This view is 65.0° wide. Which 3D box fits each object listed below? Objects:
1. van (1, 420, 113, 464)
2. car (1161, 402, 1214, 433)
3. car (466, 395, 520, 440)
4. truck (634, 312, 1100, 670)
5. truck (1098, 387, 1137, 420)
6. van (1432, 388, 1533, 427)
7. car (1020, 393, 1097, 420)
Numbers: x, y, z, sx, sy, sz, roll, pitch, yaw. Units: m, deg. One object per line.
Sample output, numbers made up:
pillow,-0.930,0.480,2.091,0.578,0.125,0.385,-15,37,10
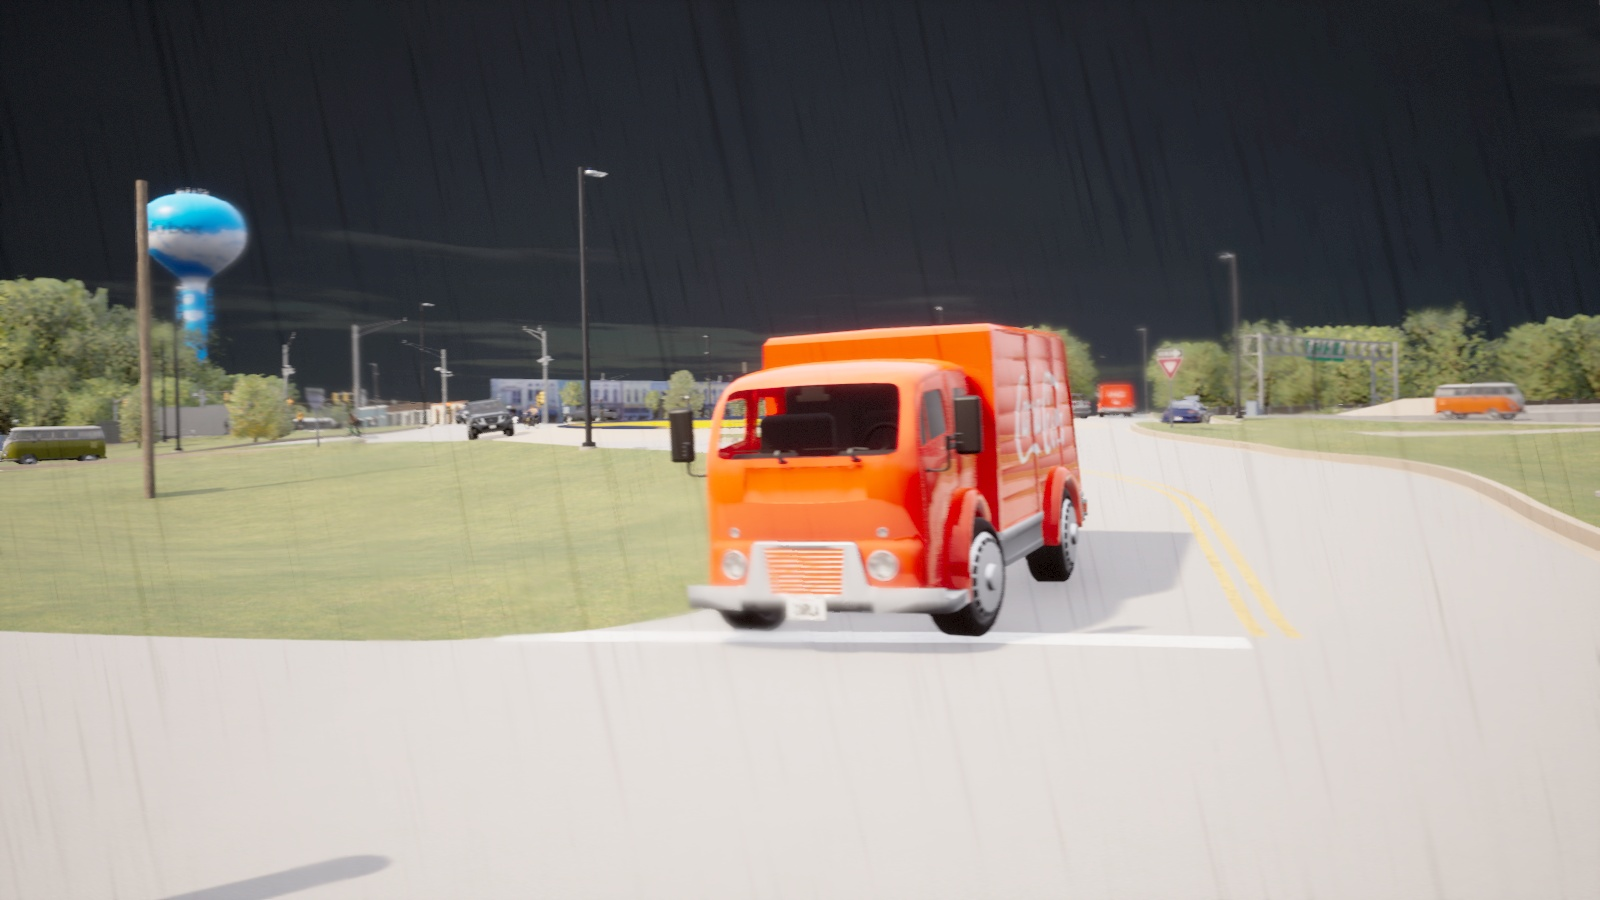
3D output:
van,-36.313,-0.410,61.439,4.442,1.987,1.775,-2,1,-38
car,19.139,-1.596,61.885,1.812,1.442,4.674,-1,1,26
car,-16.366,-1.774,66.809,2.150,2.045,5.566,-9,5,-17
truck,0.981,0.153,11.526,2.627,2.467,5.204,-1,3,22
truck,24.074,-3.551,95.371,2.627,2.467,5.204,0,3,11
van,36.776,-2.317,67.775,1.775,1.987,4.442,-3,3,-32
car,16.593,-2.779,80.713,2.242,1.667,4.611,-1,2,-32
